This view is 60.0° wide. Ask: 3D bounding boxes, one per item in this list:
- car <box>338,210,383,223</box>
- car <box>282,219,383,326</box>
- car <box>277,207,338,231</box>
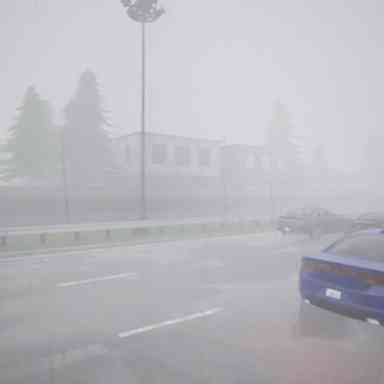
[{"bbox_3d":[8.560,1.543,14.147,4.892,1.490,1.837,0,0,-35],"label":"car"},{"bbox_3d":[4.298,1.496,6.811,5.008,1.535,1.882,0,0,-35],"label":"car"},{"bbox_3d":[6.408,1.530,16.912,4.902,1.511,2.128,0,0,-35],"label":"car"}]
